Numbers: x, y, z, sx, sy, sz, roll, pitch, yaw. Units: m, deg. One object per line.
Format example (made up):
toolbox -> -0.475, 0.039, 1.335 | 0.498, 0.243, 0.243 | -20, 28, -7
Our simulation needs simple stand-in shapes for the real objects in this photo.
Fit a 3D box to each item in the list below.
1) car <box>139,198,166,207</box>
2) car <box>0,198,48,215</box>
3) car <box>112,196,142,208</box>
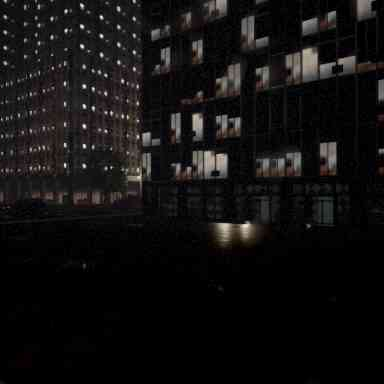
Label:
car -> -6.531, 1.762, 55.404 | 1.947, 1.339, 4.313 | 0, 0, 35
car -> -17.566, 1.448, 34.813 | 2.097, 1.767, 4.553 | 0, 0, 35
car -> -9.763, 1.492, 50.714 | 2.192, 1.841, 5.009 | -1, -1, 35
